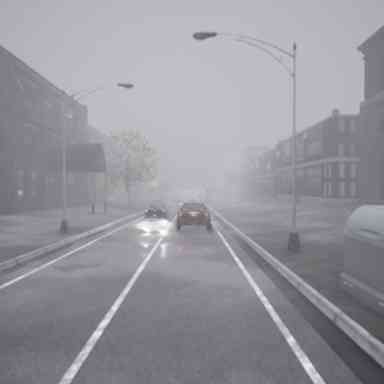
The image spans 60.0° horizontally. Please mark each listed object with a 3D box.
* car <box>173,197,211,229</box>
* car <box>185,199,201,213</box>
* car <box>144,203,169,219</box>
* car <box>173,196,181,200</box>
[{"bbox_3d":[0.097,1.385,21.864,2.097,1.767,4.553,0,0,0],"label":"car"},{"bbox_3d":[0.097,1.620,40.370,1.837,1.490,4.892,0,0,0],"label":"car"},{"bbox_3d":[-3.098,1.667,29.878,1.895,1.301,4.718,0,0,0],"label":"car"},{"bbox_3d":[-3.003,1.592,70.361,1.837,1.490,4.892,0,0,0],"label":"car"}]
